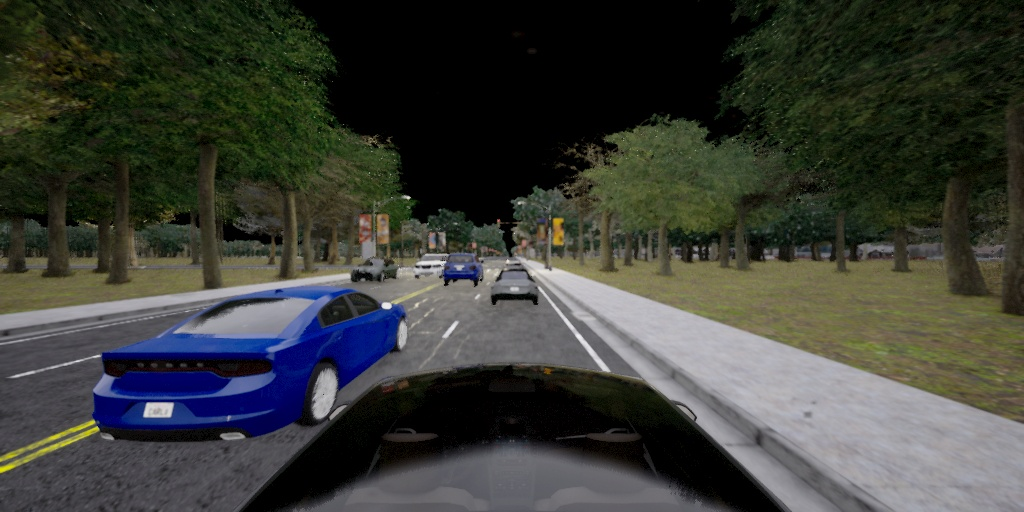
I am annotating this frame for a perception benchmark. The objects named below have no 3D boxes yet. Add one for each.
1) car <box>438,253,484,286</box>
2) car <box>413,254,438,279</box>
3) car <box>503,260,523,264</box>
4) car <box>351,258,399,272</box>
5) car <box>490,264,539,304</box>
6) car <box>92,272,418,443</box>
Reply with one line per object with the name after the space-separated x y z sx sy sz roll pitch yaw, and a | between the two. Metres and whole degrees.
-3.143 0.845 24.016 2.150 2.045 5.566 0 0 0 | car
-6.533 0.815 30.050 2.150 2.045 5.566 0 0 0 | car
0.111 1.064 33.548 2.128 1.511 4.902 0 0 0 | car
-9.812 0.966 25.903 2.097 1.767 4.553 0 0 0 | car
0.105 1.234 15.789 1.994 1.385 4.181 0 0 0 | car
-3.148 1.205 5.670 1.882 1.535 5.008 0 0 0 | car
